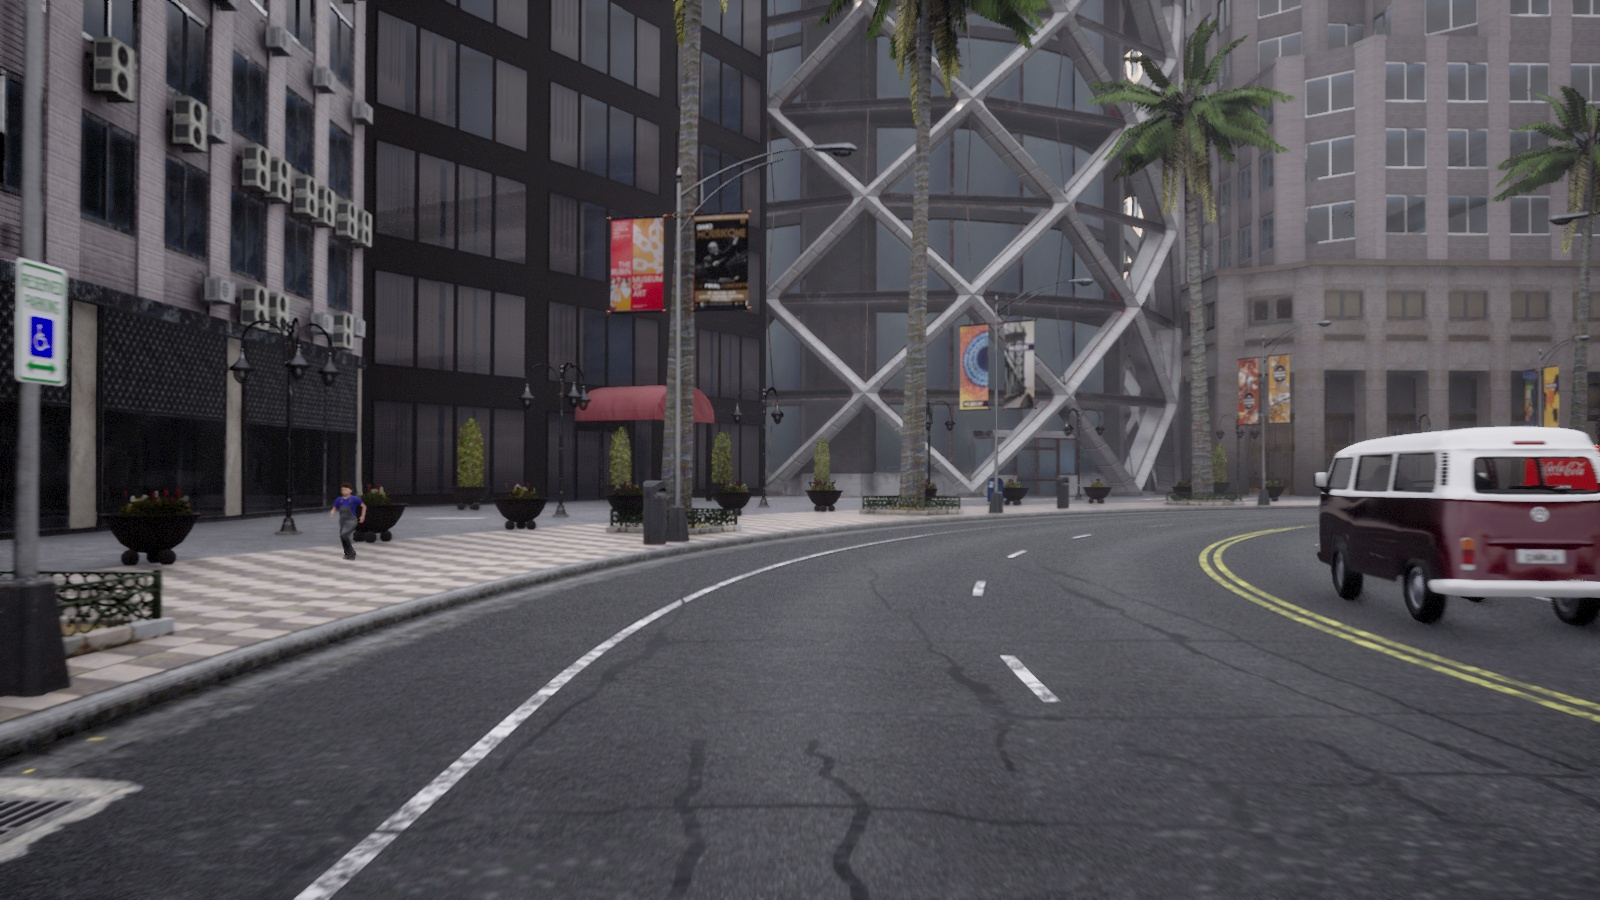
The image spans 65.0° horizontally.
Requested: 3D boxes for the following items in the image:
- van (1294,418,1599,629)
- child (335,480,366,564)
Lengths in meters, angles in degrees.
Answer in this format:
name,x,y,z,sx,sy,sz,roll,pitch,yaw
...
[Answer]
name,x,y,z,sx,sy,sz,roll,pitch,yaw
van,7.416,0.750,14.456,2.069,2.038,4.480,-1,-1,6
child,-6.886,1.101,19.256,0.270,1.263,0.437,0,-1,9
